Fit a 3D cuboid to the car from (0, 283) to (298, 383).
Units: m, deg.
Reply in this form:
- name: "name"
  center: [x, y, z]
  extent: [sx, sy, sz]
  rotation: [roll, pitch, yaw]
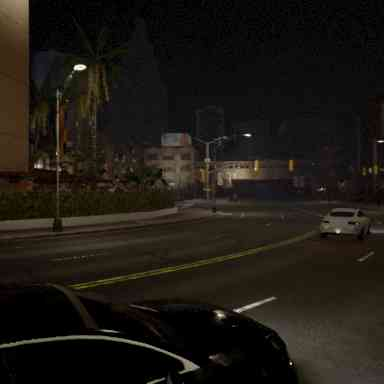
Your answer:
- name: "car"
  center: [-1.244, 1.504, 2.418]
  extent: [4.892, 1.490, 1.837]
  rotation: [0, 0, -36]

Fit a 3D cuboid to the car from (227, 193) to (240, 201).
- name: "car"
  center: [10.165, 1.419, 80.938]
  extent: [2.097, 1.535, 5.008]
  rotation: [0, 0, 7]

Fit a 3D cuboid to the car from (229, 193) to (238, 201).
- name: "car"
  center: [10.797, 1.289, 87.333]
  extent: [2.185, 1.767, 4.553]
  rotation: [0, 0, 7]

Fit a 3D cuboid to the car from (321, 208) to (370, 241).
- name: "car"
  center: [7.812, 1.516, 16.839]
  extent: [1.812, 1.442, 4.674]
  rotation: [0, 0, 33]
